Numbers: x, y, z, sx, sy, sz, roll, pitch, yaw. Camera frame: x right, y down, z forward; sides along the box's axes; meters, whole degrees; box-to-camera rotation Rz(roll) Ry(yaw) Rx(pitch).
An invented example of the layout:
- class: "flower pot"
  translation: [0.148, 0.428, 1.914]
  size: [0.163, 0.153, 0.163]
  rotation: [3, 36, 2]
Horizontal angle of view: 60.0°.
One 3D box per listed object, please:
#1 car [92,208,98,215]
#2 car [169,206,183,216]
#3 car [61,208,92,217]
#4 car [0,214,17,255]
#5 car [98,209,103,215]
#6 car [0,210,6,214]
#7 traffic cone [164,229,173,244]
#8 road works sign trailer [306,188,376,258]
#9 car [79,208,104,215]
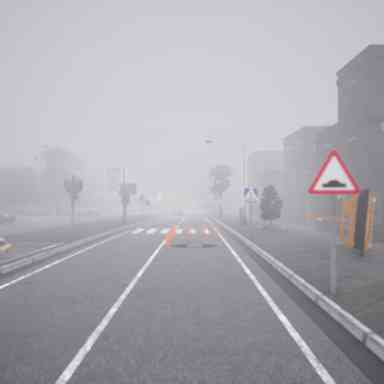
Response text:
- class: "car"
  translation: [-21.344, 3.812, 63.856]
  size: [4.892, 1.521, 2.231]
  rotation: [0, -2, 1]
- class: "car"
  translation: [-2.661, 3.741, 62.145]
  size: [2.128, 1.511, 4.902]
  rotation: [0, -2, 1]
- class: "car"
  translation: [-21.383, 3.712, 60.582]
  size: [4.674, 1.452, 2.002]
  rotation: [0, -2, 1]
- class: "car"
  translation: [-9.278, 1.715, 11.647]
  size: [5.366, 1.575, 1.946]
  rotation: [0, -1, 0]
- class: "car"
  translation: [-21.319, 3.950, 67.127]
  size: [5.008, 1.535, 2.097]
  rotation: [0, -2, 1]
- class: "car"
  translation: [-21.650, 2.545, 33.102]
  size: [4.674, 1.452, 2.002]
  rotation: [0, -2, 0]
- class: "traffic cone"
  translation: [-1.243, 2.328, 16.840]
  size: [0.340, 0.580, 0.340]
  rotation: [0, -2, 0]
- class: "road works sign trailer"
  translation: [6.110, 1.118, 13.106]
  size: [2.880, 2.380, 3.560]
  rotation: [6, -2, 14]
- class: "car"
  translation: [-21.276, 4.124, 70.271]
  size: [4.674, 1.452, 2.002]
  rotation: [0, -2, 1]
